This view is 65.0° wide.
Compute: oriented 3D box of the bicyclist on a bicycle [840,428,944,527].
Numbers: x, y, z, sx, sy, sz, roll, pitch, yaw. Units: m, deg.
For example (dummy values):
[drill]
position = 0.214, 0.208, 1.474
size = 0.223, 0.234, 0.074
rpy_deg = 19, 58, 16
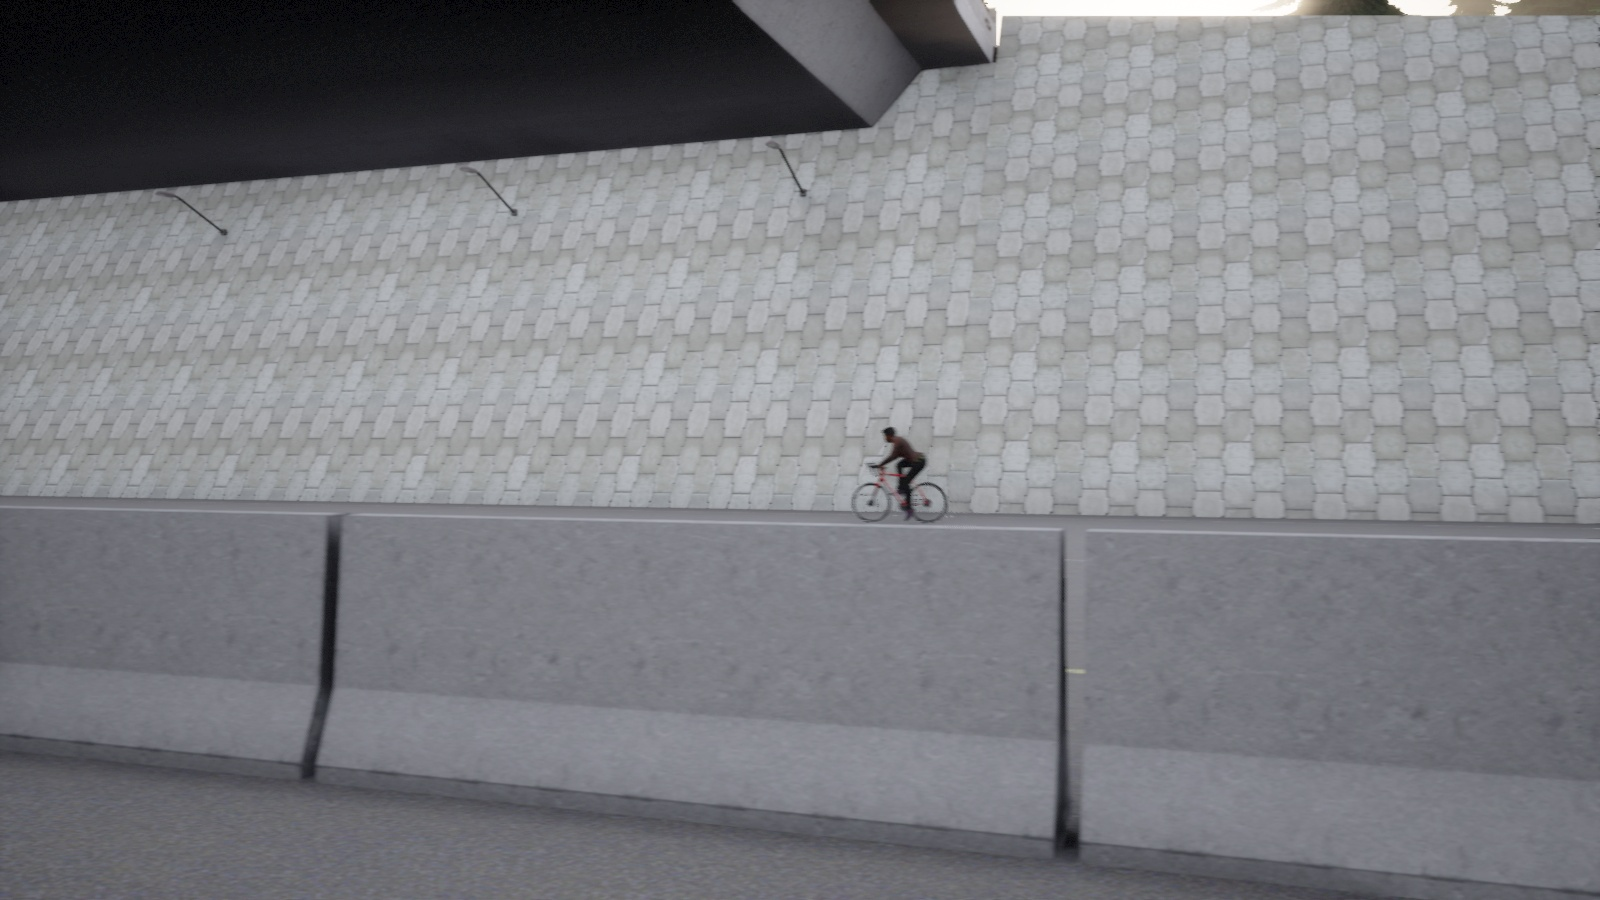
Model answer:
[bicyclist on a bicycle]
position = 1.549, 0.447, 21.134
size = 1.656, 1.620, 0.582
rpy_deg = 0, 1, 19
